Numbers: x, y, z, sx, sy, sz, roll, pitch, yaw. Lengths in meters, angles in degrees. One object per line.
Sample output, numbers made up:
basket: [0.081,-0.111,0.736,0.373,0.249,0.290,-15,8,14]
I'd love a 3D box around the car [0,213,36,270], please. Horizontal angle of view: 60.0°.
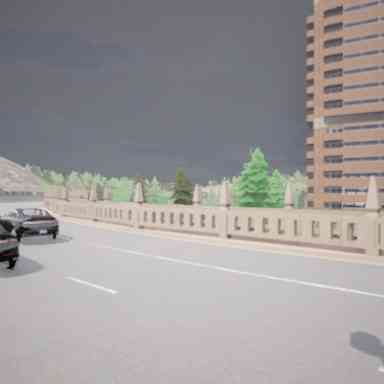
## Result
car: [-6.907,1.508,10.074,4.902,1.511,2.128,0,0,43]

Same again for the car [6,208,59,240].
car: [-8.184,1.526,16.304,2.128,1.511,4.902,0,0,-44]
